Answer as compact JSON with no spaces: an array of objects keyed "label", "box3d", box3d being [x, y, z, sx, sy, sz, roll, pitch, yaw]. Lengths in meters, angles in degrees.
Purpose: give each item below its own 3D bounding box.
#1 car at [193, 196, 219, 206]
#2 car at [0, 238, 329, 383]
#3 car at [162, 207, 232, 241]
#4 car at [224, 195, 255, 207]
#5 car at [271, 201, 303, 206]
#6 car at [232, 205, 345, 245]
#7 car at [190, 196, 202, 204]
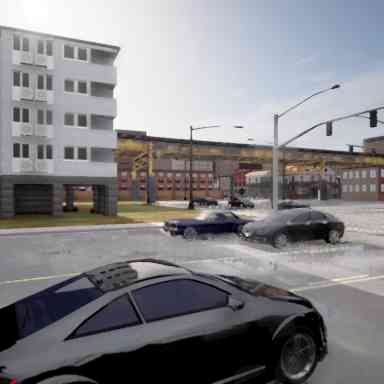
[{"label":"car","box3d":[2.559,1.583,55.792,2.033,1.411,5.357,0,0,-21]},{"label":"car","box3d":[-0.317,1.566,4.097,4.181,1.385,1.994,0,0,-30]},{"label":"car","box3d":[0.919,1.611,16.775,4.718,1.301,1.895,0,0,-25]},{"label":"car","box3d":[6.827,1.538,46.357,1.837,1.490,4.892,0,0,-25]},{"label":"car","box3d":[11.114,1.632,37.305,1.895,1.301,4.718,0,0,-26]},{"label":"car","box3d":[4.461,1.517,14.549,4.892,1.490,1.837,0,0,-24]},{"label":"car","box3d":[0.818,1.588,66.338,2.033,1.411,5.357,0,0,4]}]
